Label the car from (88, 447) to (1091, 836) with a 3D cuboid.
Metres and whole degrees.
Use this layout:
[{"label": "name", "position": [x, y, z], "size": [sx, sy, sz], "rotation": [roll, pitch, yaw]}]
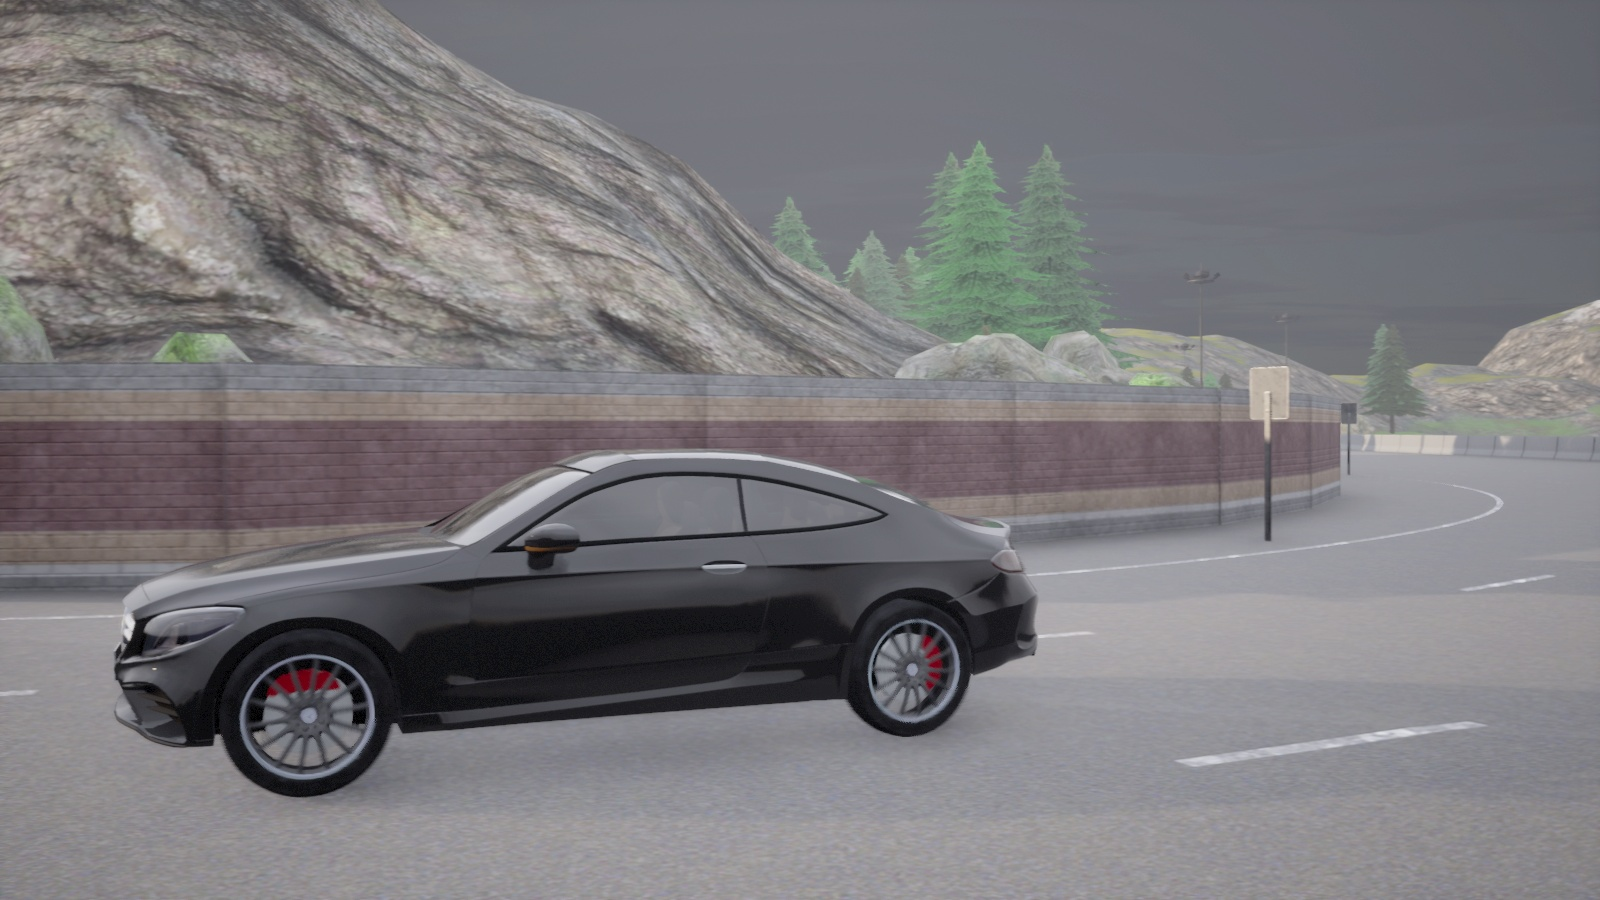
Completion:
[{"label": "car", "position": [-0.955, 0.737, 6.610], "size": [4.674, 1.442, 1.812], "rotation": [-1, 1, -23]}]
